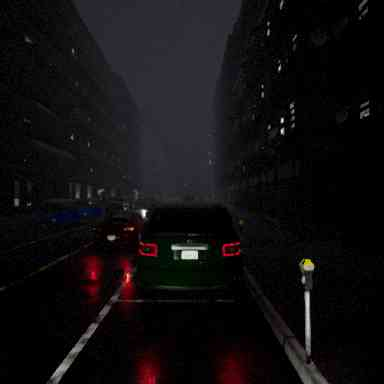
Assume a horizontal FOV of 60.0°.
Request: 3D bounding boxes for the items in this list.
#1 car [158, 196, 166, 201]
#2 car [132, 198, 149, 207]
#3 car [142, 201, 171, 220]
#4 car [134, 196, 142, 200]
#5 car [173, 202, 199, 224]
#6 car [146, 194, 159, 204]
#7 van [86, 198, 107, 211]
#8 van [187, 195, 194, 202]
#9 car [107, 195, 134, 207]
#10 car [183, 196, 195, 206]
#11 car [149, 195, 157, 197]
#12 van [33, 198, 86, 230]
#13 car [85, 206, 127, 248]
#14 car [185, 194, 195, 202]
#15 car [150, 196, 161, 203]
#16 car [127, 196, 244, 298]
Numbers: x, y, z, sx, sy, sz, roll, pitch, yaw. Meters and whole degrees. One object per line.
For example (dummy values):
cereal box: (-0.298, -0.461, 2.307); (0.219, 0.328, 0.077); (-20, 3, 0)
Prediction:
car: (-8.321, 1.846, 92.653); (1.802, 1.307, 4.206); (1, 0, 0)
car: (-8.318, 1.660, 53.938); (1.947, 1.339, 4.313); (1, 0, 0)
car: (-3.020, 1.597, 29.791); (2.033, 1.411, 5.357); (0, 0, 0)
car: (-8.311, 1.378, 42.876); (2.192, 1.841, 5.009); (1, 0, 0)
car: (-0.436, 1.571, 26.224); (1.887, 1.381, 4.507); (1, 0, 0)
car: (-8.313, 1.470, 70.529); (2.192, 1.841, 5.009); (1, 0, 0)
van: (-8.312, 1.368, 26.286); (1.690, 1.788, 3.998); (1, 0, 0)
van: (-0.469, 1.575, 87.068); (1.690, 1.788, 3.998); (1, 0, 0)
car: (-8.311, 1.365, 37.346); (2.192, 1.841, 5.009); (1, 0, 0)
car: (-0.469, 1.553, 59.411); (1.967, 1.590, 4.097); (1, 0, 0)
car: (-5.770, 1.595, 46.797); (2.128, 1.511, 4.902); (0, 0, 0)
van: (-8.311, 1.358, 20.753); (1.690, 1.788, 3.998); (2, 0, 0)
car: (-3.020, 1.544, 14.786); (1.812, 1.442, 4.674); (0, 0, 0)
car: (-0.468, 1.521, 81.536); (2.192, 1.841, 5.009); (1, 0, 0)
car: (-8.319, 1.724, 76.059); (1.887, 1.381, 4.507); (1, 0, 0)
car: (-0.039, 1.233, 8.683); (2.150, 2.045, 5.566); (0, 0, 0)
